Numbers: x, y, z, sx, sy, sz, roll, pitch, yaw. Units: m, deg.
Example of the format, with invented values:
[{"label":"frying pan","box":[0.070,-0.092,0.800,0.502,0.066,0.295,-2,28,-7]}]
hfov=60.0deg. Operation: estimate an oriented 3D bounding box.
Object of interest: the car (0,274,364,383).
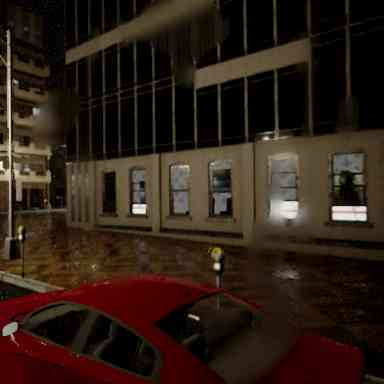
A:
[{"label":"car","box":[-0.697,1.554,3.393,4.507,1.381,1.887,0,-1,36]}]
